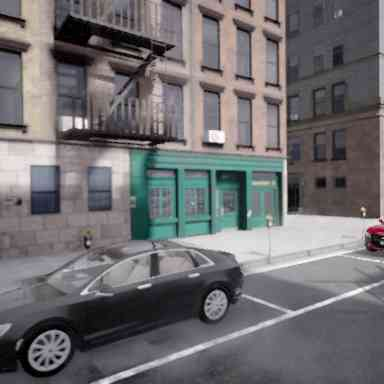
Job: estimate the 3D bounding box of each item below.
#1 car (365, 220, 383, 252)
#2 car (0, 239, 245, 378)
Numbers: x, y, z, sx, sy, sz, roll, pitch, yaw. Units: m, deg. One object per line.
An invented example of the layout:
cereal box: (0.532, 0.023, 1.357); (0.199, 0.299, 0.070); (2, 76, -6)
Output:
car: (7.884, 1.349, 11.804); (4.507, 1.381, 1.887); (-1, 1, -35)
car: (-1.091, 1.519, 5.409); (4.403, 1.369, 2.008); (-1, 1, -35)
